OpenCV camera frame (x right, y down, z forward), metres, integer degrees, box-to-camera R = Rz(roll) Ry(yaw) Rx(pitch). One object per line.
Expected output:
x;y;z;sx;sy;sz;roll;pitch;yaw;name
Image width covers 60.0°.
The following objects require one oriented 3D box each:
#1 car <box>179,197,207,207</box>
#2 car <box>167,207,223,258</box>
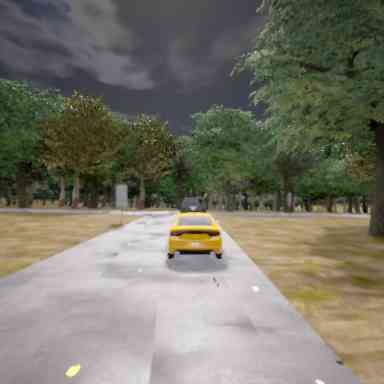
0.090;1.491;28.777;2.150;2.045;5.566;0;-1;0;car
0.097;1.552;13.103;1.882;1.535;5.008;0;-1;0;car
